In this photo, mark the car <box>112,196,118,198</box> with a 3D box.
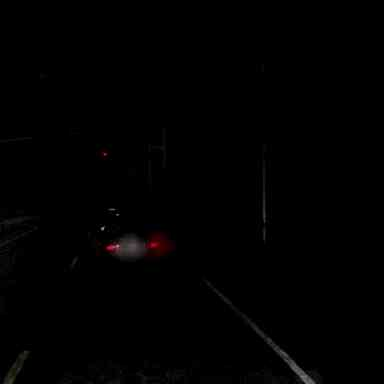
[{"bbox_3d":[-15.821,1.620,68.334,1.812,1.442,4.674,0,0,-13],"label":"car"}]

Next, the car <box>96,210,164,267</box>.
[{"bbox_3d":[-2.162,1.573,11.563,2.033,1.411,5.357,0,0,-13],"label":"car"}]

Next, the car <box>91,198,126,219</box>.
[{"bbox_3d":[-7.020,1.563,27.758,2.128,1.511,4.902,0,0,-31],"label":"car"}]
